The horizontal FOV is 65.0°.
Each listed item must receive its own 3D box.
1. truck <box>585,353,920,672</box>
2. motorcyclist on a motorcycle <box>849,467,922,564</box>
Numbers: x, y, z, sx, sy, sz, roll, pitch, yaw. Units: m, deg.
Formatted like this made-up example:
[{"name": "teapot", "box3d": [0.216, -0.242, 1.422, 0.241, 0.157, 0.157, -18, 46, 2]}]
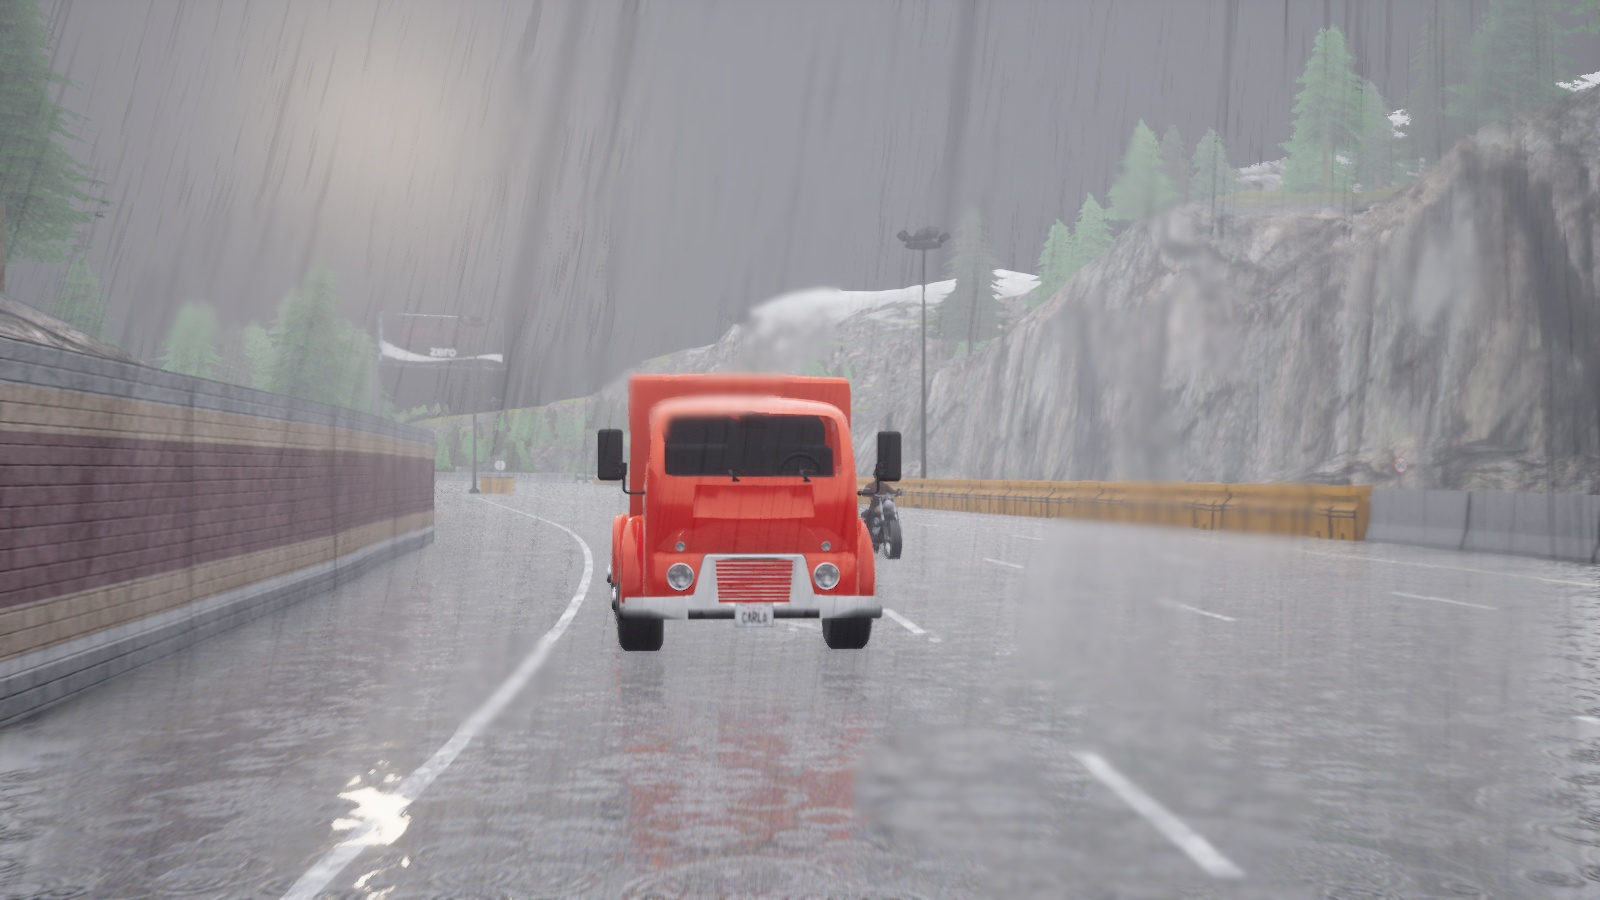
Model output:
[{"name": "truck", "box3d": [-0.633, 0.547, 12.446, 2.627, 2.467, 5.204, 0, -2, -6]}, {"name": "motorcyclist on a motorcycle", "box3d": [1.522, 1.140, 22.818, 0.766, 1.649, 2.350, -1, -1, -10]}]
